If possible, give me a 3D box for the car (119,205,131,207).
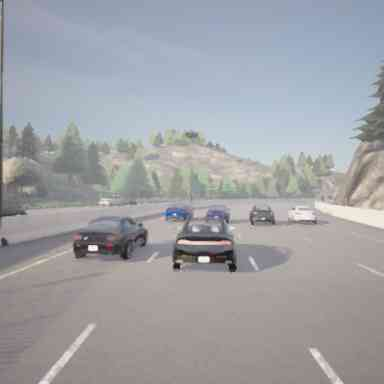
[{"bbox_3d":[-11.868,1.940,61.415,1.837,1.490,4.892,0,-1,17],"label":"car"}]

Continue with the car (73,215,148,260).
[{"bbox_3d":[-2.952,1.613,12.740,1.812,1.442,4.674,0,0,4],"label":"car"}]

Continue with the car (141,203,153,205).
[{"bbox_3d":[-7.895,2.010,62.372,1.812,1.442,4.674,0,0,18],"label":"car"}]

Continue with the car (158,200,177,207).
[{"bbox_3d":[-4.449,2.113,61.652,1.895,1.301,4.718,0,-1,18],"label":"car"}]

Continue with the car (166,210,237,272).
[{"bbox_3d":[0.459,1.599,11.259,2.128,1.511,4.902,0,0,3],"label":"car"}]

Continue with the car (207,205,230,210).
[{"bbox_3d":[2.219,1.801,28.155,1.812,1.442,4.674,0,0,9],"label":"car"}]

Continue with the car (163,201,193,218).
[{"bbox_3d":[-1.047,1.738,29.944,1.882,1.535,5.008,0,0,9],"label":"car"}]

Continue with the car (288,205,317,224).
[{"bbox_3d":[9.321,1.871,28.284,1.812,1.442,4.674,0,0,9],"label":"car"}]

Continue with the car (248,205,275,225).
[{"bbox_3d":[5.554,1.787,26.734,2.128,1.511,4.902,0,0,8],"label":"car"}]
